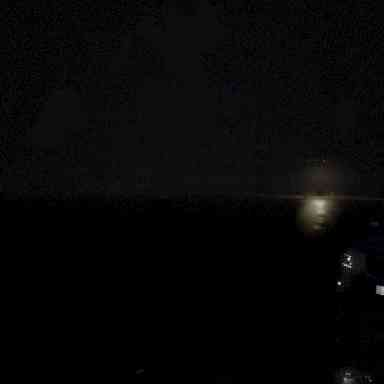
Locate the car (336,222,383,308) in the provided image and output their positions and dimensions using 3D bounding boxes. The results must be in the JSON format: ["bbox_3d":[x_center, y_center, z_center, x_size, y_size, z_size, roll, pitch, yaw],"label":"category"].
[{"bbox_3d":[5.316,1.218,6.856,5.566,2.045,2.150,0,0,-35],"label":"car"}]
